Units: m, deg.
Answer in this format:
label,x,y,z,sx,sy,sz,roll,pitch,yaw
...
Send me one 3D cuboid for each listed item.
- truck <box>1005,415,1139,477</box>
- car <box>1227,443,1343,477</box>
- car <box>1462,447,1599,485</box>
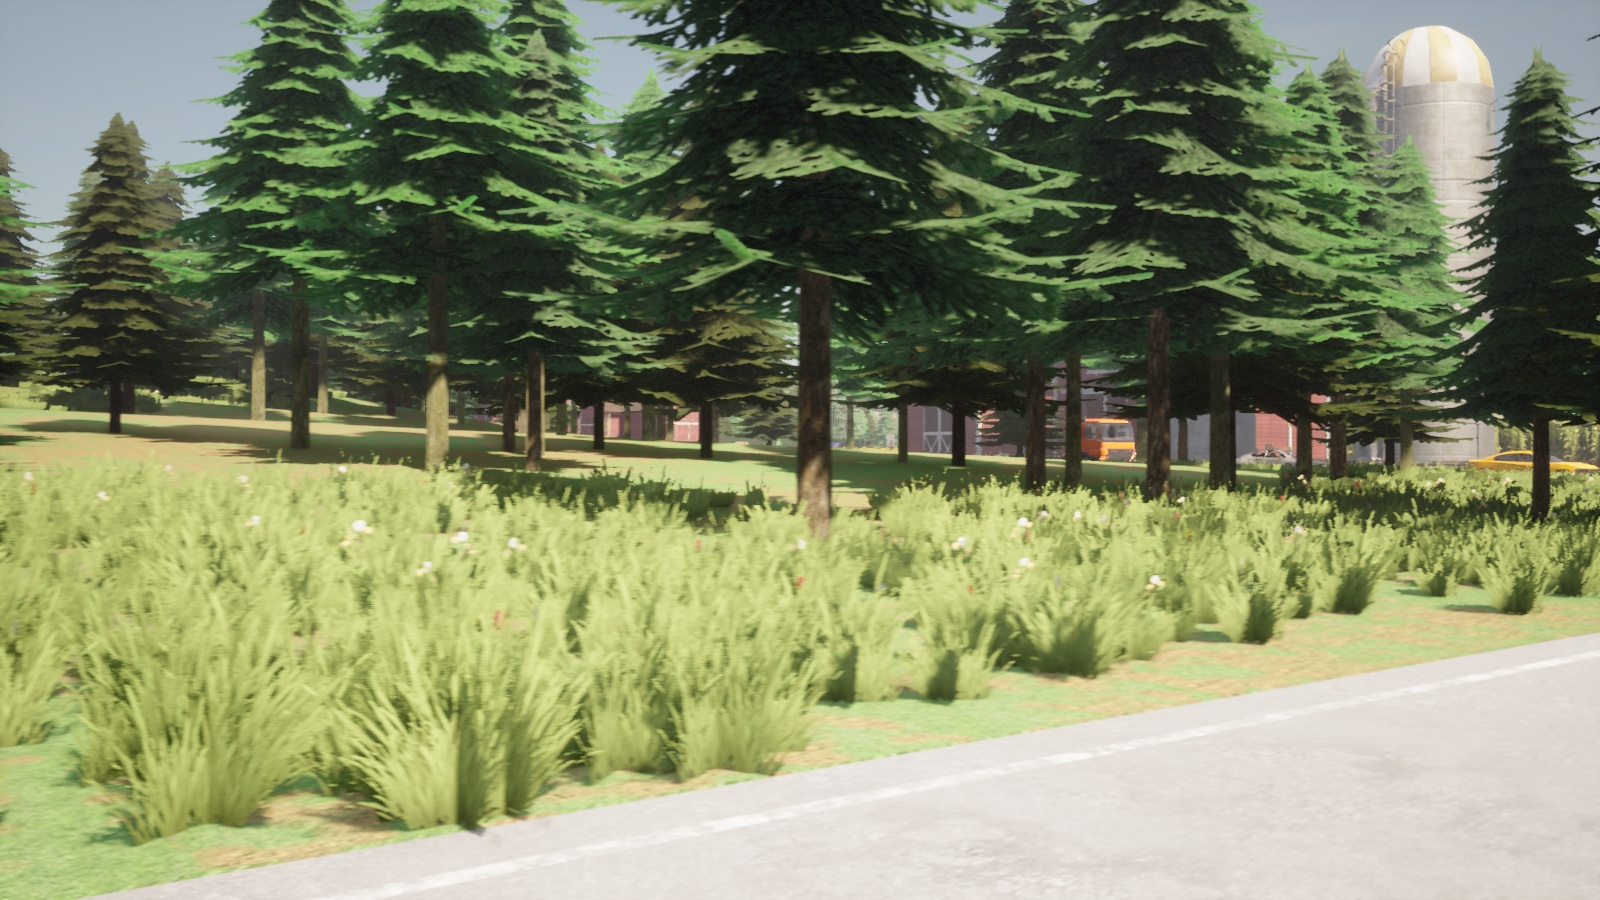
label,x,y,z,sx,sy,sz,roll,pitch,yaw
truck,15.958,-0.229,74.216,2.891,3.462,7.936,0,0,-34
car,24.025,0.486,62.401,2.152,1.651,5.027,0,0,-34
car,30.720,0.647,52.595,1.882,1.535,5.008,0,0,-34
